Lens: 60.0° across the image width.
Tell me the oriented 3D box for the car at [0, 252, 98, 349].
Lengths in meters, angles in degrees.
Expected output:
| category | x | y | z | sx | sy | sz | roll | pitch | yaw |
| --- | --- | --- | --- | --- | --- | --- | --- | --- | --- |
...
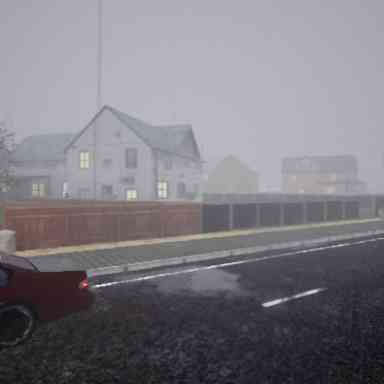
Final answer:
| category | x | y | z | sx | sy | sz | roll | pitch | yaw |
| --- | --- | --- | --- | --- | --- | --- | --- | --- | --- |
| car | -4.168 | 1.547 | 4.704 | 5.357 | 1.411 | 2.033 | 0 | 0 | -36 |
